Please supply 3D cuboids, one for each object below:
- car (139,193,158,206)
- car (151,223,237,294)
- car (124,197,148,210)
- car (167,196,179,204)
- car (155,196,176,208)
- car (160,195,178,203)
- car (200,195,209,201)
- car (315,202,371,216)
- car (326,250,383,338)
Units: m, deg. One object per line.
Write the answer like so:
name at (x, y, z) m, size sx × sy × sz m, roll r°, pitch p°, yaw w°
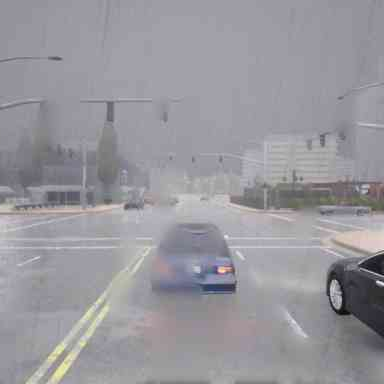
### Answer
car at (-7.287, 1.223, 54.389) m, size 2.150 × 2.045 × 5.566 m, roll 0°, pitch 0°, yaw -1°
car at (0.052, 1.547, 8.906) m, size 2.033 × 1.411 × 5.357 m, roll 0°, pitch 0°, yaw 0°
car at (-7.294, 1.601, 42.276) m, size 1.895 × 1.301 × 4.718 m, roll 0°, pitch 0°, yaw 1°
car at (-3.760, 1.564, 66.720) m, size 1.994 × 1.385 × 4.181 m, roll 0°, pitch 0°, yaw 0°
car at (-3.763, 1.601, 47.583) m, size 1.895 × 1.301 × 4.718 m, roll 0°, pitch 0°, yaw 0°
car at (-3.781, 1.491, 56.853) m, size 2.128 × 1.511 × 4.902 m, roll 0°, pitch 0°, yaw 0°
car at (3.207, 1.553, 84.585) m, size 1.994 × 1.385 × 4.181 m, roll 0°, pitch 0°, yaw 0°
car at (14.337, 1.601, 31.831) m, size 4.718 × 1.301 × 1.895 m, roll 0°, pitch 0°, yaw 1°
car at (3.546, 1.505, 4.662) m, size 1.837 × 1.490 × 4.892 m, roll 0°, pitch 0°, yaw 0°
